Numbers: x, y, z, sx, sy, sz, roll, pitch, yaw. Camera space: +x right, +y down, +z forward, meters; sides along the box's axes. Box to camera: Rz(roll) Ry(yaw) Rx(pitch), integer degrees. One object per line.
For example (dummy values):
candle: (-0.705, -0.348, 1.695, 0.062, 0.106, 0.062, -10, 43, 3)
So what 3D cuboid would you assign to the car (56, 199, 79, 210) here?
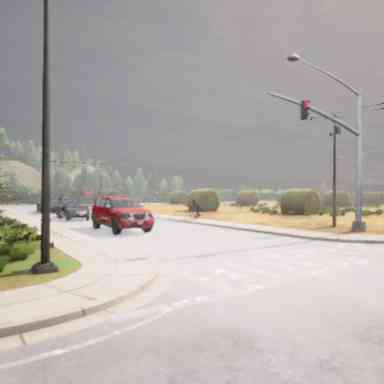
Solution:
car: (-16.738, 1.663, 44.649, 1.994, 1.385, 4.181, 0, 0, -34)

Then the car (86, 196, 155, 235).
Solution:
car: (-4.290, 1.294, 19.970, 2.150, 2.045, 5.566, 0, 0, -34)

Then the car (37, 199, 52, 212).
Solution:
car: (-16.008, 1.583, 37.085, 1.837, 1.490, 4.892, 0, 0, -34)

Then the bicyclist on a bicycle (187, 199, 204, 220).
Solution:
bicyclist on a bicycle: (0.271, 1.414, 26.549, 1.656, 1.620, 0.582, 0, 0, -34)

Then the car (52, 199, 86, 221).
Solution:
car: (-10.125, 1.567, 28.478, 2.128, 1.511, 4.902, 0, 0, -34)
